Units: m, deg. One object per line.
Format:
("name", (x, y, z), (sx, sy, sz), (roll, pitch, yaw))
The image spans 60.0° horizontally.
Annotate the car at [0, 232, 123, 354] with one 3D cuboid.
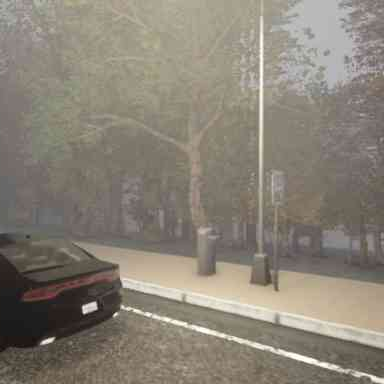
("car", (-3.464, 1.496, 6.158), (5.008, 1.535, 1.882), (0, 0, 36))
